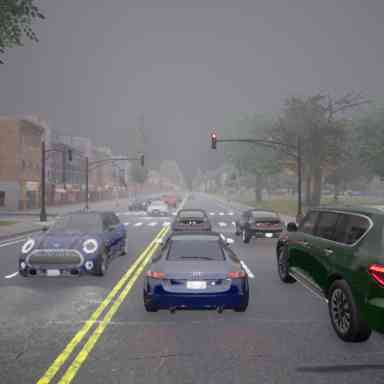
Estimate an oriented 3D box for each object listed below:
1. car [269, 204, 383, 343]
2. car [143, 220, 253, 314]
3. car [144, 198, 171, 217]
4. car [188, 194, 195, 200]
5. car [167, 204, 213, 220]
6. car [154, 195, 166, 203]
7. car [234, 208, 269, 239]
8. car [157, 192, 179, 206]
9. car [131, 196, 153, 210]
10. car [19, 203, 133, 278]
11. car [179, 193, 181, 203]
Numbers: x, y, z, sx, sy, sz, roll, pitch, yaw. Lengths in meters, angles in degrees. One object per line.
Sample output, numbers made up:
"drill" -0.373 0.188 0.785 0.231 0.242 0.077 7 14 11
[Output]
"car" 3.313 1.235 6.600 2.150 2.045 5.566 0 0 0
"car" 0.064 1.583 7.746 1.994 1.385 4.181 0 0 0
"car" -3.422 1.662 33.824 1.812 1.442 4.674 0 0 0
"car" -0.179 1.305 84.357 2.128 1.511 4.902 0 0 0
"car" 0.006 1.582 16.633 1.837 1.490 4.892 0 0 1
"car" -6.648 1.440 70.224 2.033 1.411 5.357 0 1 0
"car" 3.260 1.581 16.462 1.837 1.490 4.892 0 0 0
"car" -3.451 1.297 49.616 2.150 2.045 5.566 0 1 0
"car" -6.688 1.471 42.602 2.097 1.767 4.553 0 0 0
"car" -3.369 1.387 10.319 2.097 1.767 4.553 0 -1 0
"car" -3.397 1.129 69.441 2.150 2.045 5.566 0 0 0
